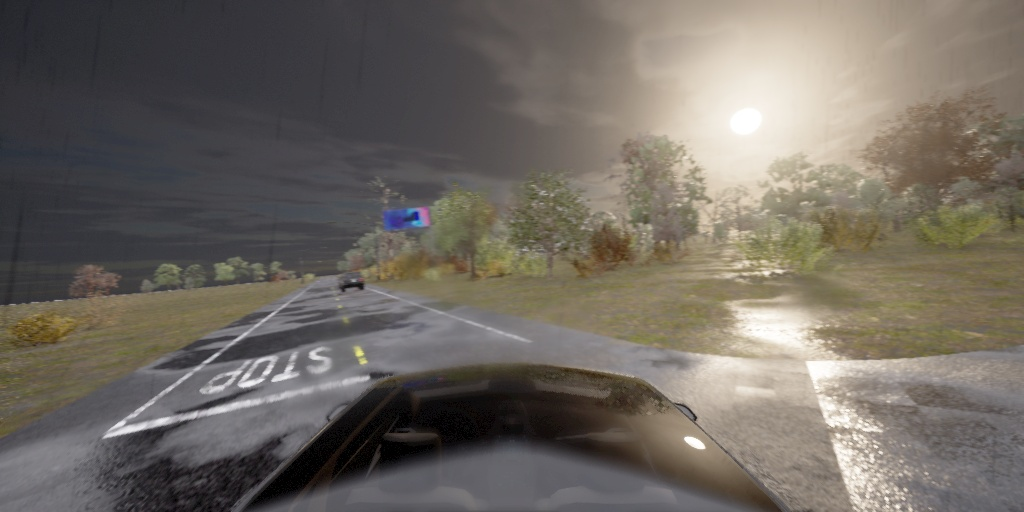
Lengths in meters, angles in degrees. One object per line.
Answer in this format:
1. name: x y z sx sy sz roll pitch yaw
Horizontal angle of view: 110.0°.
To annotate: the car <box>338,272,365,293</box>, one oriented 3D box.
1. car: -17.457 2.787 39.167 2.150 2.045 5.566 -5 0 -27
